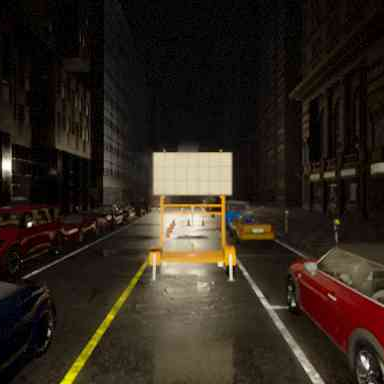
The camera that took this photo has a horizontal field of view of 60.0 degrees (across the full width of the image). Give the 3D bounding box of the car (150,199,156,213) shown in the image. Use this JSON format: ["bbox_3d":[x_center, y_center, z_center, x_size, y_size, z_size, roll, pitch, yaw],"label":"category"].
[{"bbox_3d":[-5.687,1.786,38.571,1.947,1.339,4.313,0,0,0],"label":"car"}]

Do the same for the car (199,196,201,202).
[{"bbox_3d":[2.896,1.834,66.575,1.967,1.590,4.097,0,0,0],"label":"car"}]

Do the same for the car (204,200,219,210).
[{"bbox_3d":[2.861,1.855,49.769,1.947,1.339,4.313,0,0,0],"label":"car"}]

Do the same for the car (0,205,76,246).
[{"bbox_3d":[-5.746,1.374,10.563,2.192,1.841,5.009,0,0,0],"label":"car"}]

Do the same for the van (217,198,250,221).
[{"bbox_3d":[2.802,1.463,21.763,1.690,1.788,3.998,0,0,0],"label":"van"}]

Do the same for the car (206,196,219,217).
[{"bbox_3d":[2.825,1.502,32.966,2.192,1.841,5.009,0,0,0],"label":"car"}]

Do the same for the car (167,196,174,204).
[{"bbox_3d":[-5.618,1.869,72.184,1.967,1.590,4.097,0,0,0],"label":"car"}]

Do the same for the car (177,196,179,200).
[{"bbox_3d":[-5.571,2.114,94.592,1.887,1.381,4.507,0,0,0],"label":"car"}]

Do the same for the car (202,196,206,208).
[{"bbox_3d":[2.849,1.570,44.169,2.192,1.841,5.009,0,0,0],"label":"car"}]

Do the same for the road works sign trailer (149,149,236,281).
[{"bbox_3d":[0.018,0.520,10.012,2.380,3.560,2.880,0,0,0],"label":"road works sign trailer"}]

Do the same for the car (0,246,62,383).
[{"bbox_3d":[-2.995,1.582,3.248,1.994,1.385,4.181,0,0,0],"label":"car"}]

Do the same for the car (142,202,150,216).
[{"bbox_3d":[-5.699,1.753,32.969,1.947,1.339,4.313,0,0,0],"label":"car"}]

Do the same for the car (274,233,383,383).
[{"bbox_3d":[2.768,1.468,4.957,1.967,1.590,4.097,0,0,0],"label":"car"}]

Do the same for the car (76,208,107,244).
[{"bbox_3d":[-5.733,1.672,16.163,1.802,1.307,4.206,0,0,0],"label":"car"}]

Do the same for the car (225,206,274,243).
[{"bbox_3d":[2.792,1.616,16.330,1.752,1.417,4.829,0,0,0],"label":"car"}]

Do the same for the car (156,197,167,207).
[{"bbox_3d":[-5.653,1.869,55.377,1.887,1.381,4.507,0,0,0],"label":"car"}]

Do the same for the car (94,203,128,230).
[{"bbox_3d":[-5.722,1.562,21.766,1.967,1.590,4.097,0,0,0],"label":"car"}]

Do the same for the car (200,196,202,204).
[{"bbox_3d":[2.872,1.764,55.372,1.967,1.590,4.097,0,0,0],"label":"car"}]

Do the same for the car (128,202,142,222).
[{"bbox_3d":[-5.710,1.705,27.368,2.008,1.369,4.403,0,0,0],"label":"car"}]

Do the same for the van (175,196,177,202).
[{"bbox_3d":[-5.584,1.875,88.991,1.690,1.788,3.998,0,0,0],"label":"van"}]
